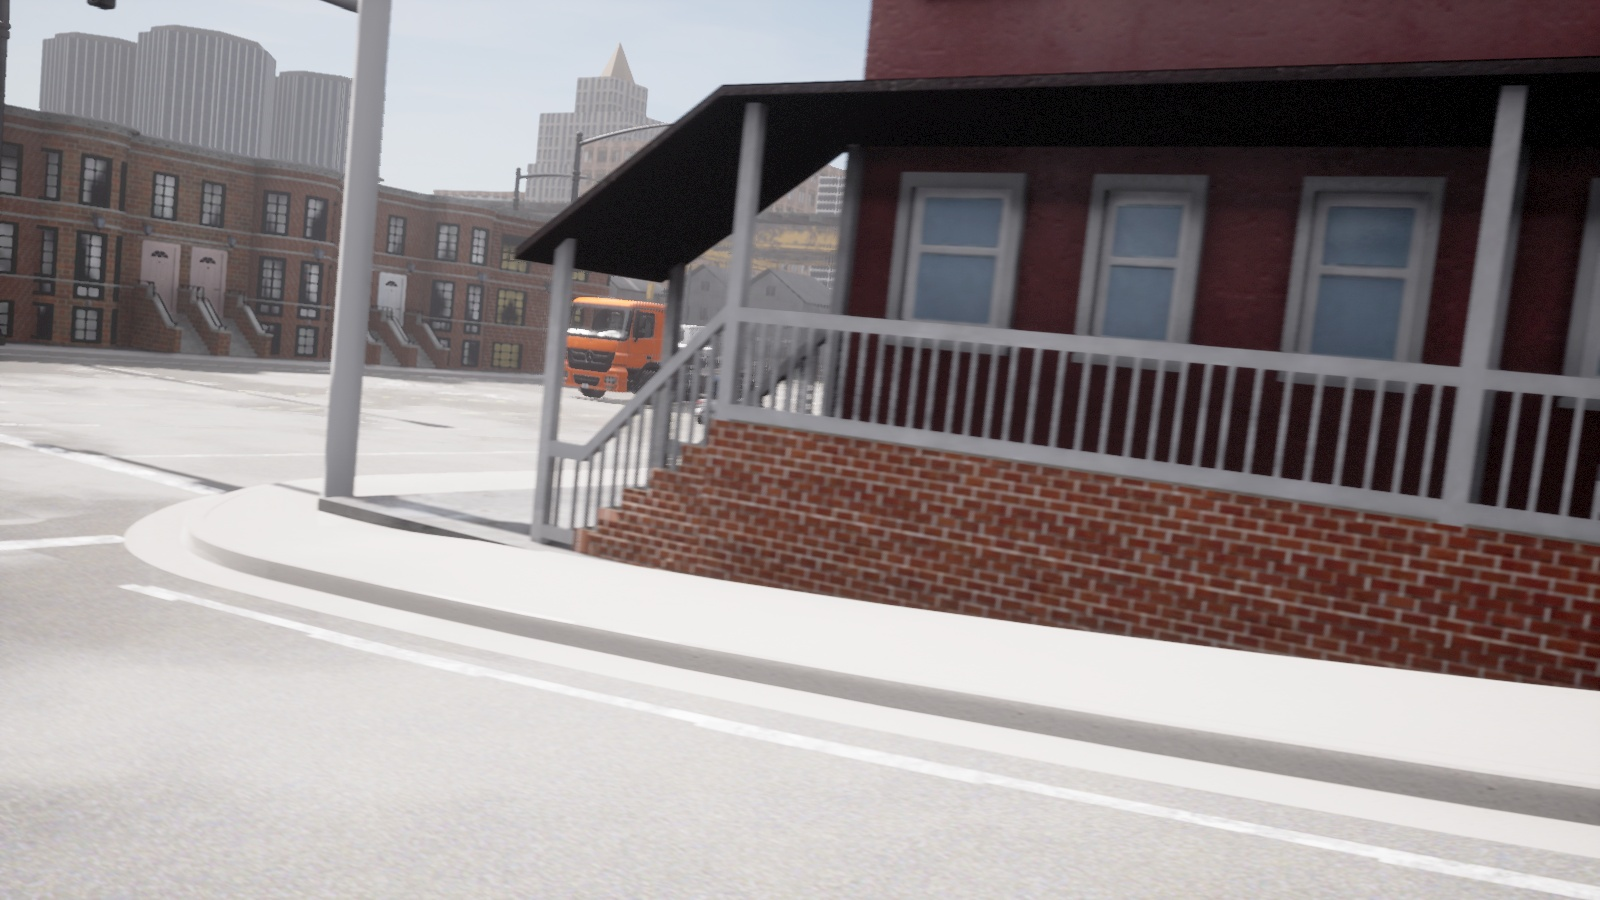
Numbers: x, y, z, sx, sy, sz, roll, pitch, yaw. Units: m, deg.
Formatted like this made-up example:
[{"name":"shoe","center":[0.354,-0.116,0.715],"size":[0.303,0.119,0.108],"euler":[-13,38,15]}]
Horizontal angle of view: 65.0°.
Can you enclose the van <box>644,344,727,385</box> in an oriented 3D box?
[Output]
[{"name":"van","center":[-6.869,-5.128,75.063],"size":[4.480,2.038,2.069],"euler":[8,5,34]}]

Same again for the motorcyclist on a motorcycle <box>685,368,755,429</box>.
[{"name":"motorcyclist on a motorcycle","center":[-2.208,-1.426,34.845],"size":[0.866,1.590,1.817],"euler":[8,5,34]}]

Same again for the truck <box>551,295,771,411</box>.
[{"name":"truck","center":[-4.617,-3.238,43.549],"size":[2.891,3.462,7.936],"euler":[8,5,33]}]

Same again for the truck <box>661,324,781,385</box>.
[{"name":"truck","center":[-5.529,-6.619,86.769],"size":[7.936,3.462,2.891],"euler":[8,5,33]}]
